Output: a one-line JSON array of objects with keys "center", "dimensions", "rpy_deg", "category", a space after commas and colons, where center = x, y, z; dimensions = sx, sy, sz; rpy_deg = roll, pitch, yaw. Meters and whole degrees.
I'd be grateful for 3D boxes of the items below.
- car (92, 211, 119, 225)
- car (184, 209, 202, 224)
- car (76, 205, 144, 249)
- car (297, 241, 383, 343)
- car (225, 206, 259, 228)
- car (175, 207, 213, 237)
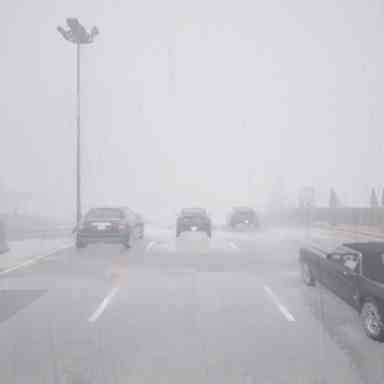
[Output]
[{"center": [-10.566, 3.270, 41.084], "dimensions": [1.882, 1.535, 5.008], "rpy_deg": [0, -7, 0], "category": "car"}, {"center": [0.088, 2.811, 36.857], "dimensions": [1.837, 1.490, 4.892], "rpy_deg": [0, -6, 0], "category": "car"}, {"center": [-3.405, 1.372, 14.631], "dimensions": [2.097, 1.767, 4.553], "rpy_deg": [0, -1, 0], "category": "car"}, {"center": [3.598, 1.602, 6.378], "dimensions": [1.895, 1.301, 4.718], "rpy_deg": [0, 0, 0], "category": "car"}, {"center": [3.593, 1.824, 24.259], "dimensions": [1.837, 1.490, 4.892], "rpy_deg": [0, -3, 0], "category": "car"}, {"center": [0.094, 1.601, 18.638], "dimensions": [1.837, 1.490, 4.892], "rpy_deg": [0, -2, 0], "category": "car"}]
